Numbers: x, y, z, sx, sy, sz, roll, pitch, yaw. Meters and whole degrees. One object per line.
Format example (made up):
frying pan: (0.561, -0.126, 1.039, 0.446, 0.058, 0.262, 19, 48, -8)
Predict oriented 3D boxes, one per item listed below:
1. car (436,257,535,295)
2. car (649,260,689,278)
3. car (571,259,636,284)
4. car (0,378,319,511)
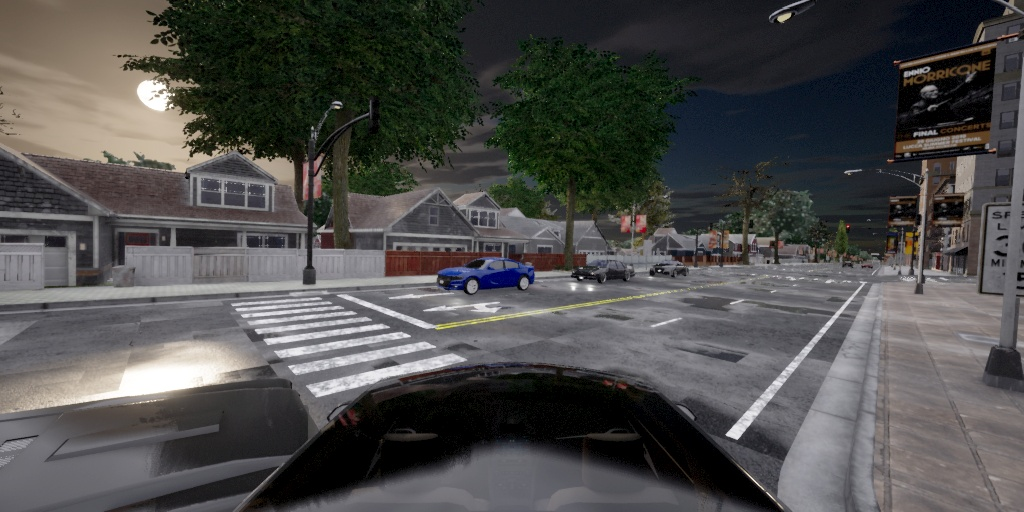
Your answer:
car: (-1.084, 0.807, 16.492, 5.008, 1.535, 1.882, 0, 2, -44)
car: (13.310, 1.019, 30.301, 4.181, 1.385, 1.994, 0, 2, -44)
car: (6.098, 0.938, 23.396, 5.357, 1.411, 2.033, 0, 2, -44)
car: (-3.313, 1.286, 1.311, 4.718, 1.301, 1.895, 1, 2, -34)
